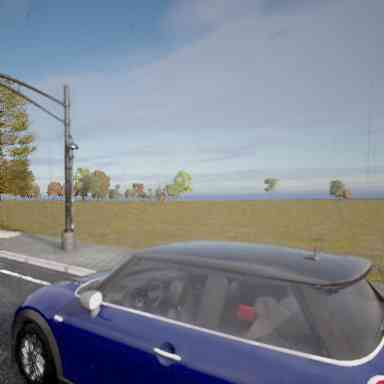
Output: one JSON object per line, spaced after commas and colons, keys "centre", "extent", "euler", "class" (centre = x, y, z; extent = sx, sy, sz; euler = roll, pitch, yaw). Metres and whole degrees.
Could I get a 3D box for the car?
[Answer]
{"centre": [-0.062, 1.352, 3.766], "extent": [4.553, 1.767, 2.097], "euler": [0, 0, 36], "class": "car"}
